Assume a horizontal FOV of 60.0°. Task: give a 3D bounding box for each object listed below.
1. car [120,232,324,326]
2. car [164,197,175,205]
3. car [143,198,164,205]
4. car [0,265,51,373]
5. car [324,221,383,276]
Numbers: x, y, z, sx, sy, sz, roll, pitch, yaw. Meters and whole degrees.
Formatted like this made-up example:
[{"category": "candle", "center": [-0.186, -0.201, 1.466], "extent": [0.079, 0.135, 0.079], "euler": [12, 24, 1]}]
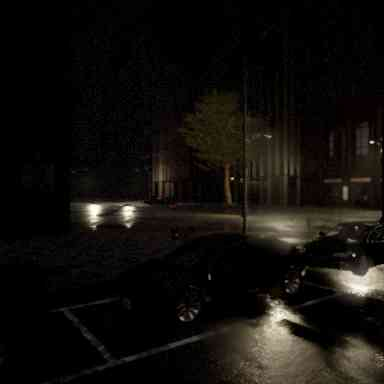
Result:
[{"category": "car", "center": [0.635, 1.590, 7.112], "extent": [4.313, 1.339, 1.947], "euler": [0, 0, -36]}, {"category": "car", "center": [-5.257, 1.831, 67.505], "extent": [1.837, 1.490, 4.892], "euler": [0, 0, -36]}, {"category": "car", "center": [-7.971, 1.888, 65.709], "extent": [1.994, 1.385, 4.181], "euler": [0, 0, -36]}, {"category": "car", "center": [-3.949, 1.560, 3.833], "extent": [4.313, 1.339, 1.947], "euler": [0, 0, -36]}, {"category": "car", "center": [5.220, 1.606, 10.391], "extent": [4.403, 1.369, 2.008], "euler": [0, -1, -36]}]
